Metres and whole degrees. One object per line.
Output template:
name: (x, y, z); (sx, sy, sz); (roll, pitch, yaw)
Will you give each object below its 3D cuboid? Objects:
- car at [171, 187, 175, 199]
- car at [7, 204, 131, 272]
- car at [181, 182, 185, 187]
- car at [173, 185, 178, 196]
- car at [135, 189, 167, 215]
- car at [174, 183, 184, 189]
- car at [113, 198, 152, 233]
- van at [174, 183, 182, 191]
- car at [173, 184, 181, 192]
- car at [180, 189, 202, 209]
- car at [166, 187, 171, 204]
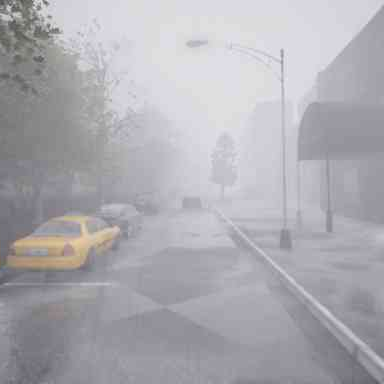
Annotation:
car: (-3.658, 0.591, 38.653); (2.231, 1.521, 4.892); (0, 2, 2)
car: (-3.632, 1.391, 10.621); (1.946, 1.575, 5.366); (1, 1, 2)
car: (-3.662, -1.219, 83.220); (2.435, 2.045, 5.566); (0, 2, 2)
car: (-3.651, 0.199, 49.980); (1.946, 1.575, 5.366); (0, 2, 2)
car: (-3.658, 0.841, 27.488); (2.185, 1.767, 4.553); (0, 2, 2)
car: (-3.661, -0.769, 77.628); (2.097, 1.535, 5.008); (0, 2, 2)
car: (-3.636, 1.299, 16.359); (2.231, 1.521, 4.892); (1, 2, 2)
van: (-3.659, -1.393, 88.876); (1.878, 1.987, 4.442); (0, 2, 2)
car: (-3.658, -0.150, 60.961); (2.163, 1.488, 4.792); (0, 2, 2)
car: (-0.003, 0.790, 32.682); (1.882, 1.535, 5.008); (0, 2, 0)
car: (-3.658, 0.654, 33.056); (2.185, 1.767, 4.553); (0, 2, 2)
